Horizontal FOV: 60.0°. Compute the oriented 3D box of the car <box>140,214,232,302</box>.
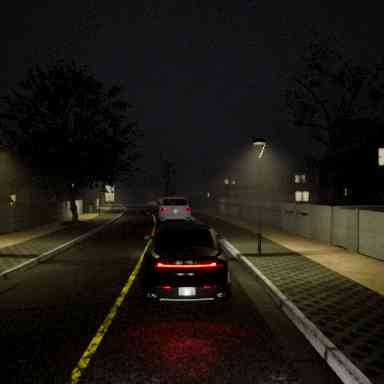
[{"bbox_3d":[-0.181,1.519,8.309,1.837,1.490,4.892,0,0,-2],"label":"car"}]

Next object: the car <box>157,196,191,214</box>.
[{"bbox_3d":[-1.312,1.335,24.231,2.150,2.045,5.566,0,-1,-5],"label":"car"}]
